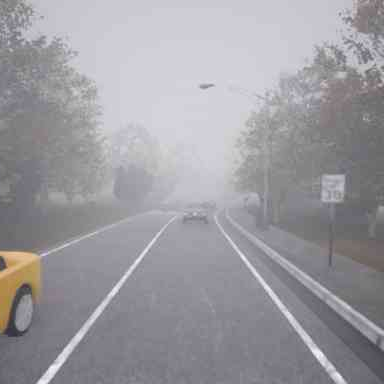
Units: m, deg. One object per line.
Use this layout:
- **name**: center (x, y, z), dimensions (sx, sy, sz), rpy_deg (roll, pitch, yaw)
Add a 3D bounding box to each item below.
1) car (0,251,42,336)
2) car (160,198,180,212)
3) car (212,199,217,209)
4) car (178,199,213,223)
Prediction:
- **car**: center (-3.585, 1.472, 3.831), dimensions (1.882, 1.535, 5.008), rpy_deg (0, 1, 0)
- **car**: center (-2.312, 1.428, 38.215), dimensions (1.837, 1.490, 4.892), rpy_deg (0, 0, 8)
- **car**: center (2.180, 1.565, 43.514), dimensions (1.895, 1.301, 4.718), rpy_deg (1, 0, 9)
- **car**: center (0.283, 1.471, 25.228), dimensions (2.033, 1.411, 5.357), rpy_deg (0, 2, 2)
